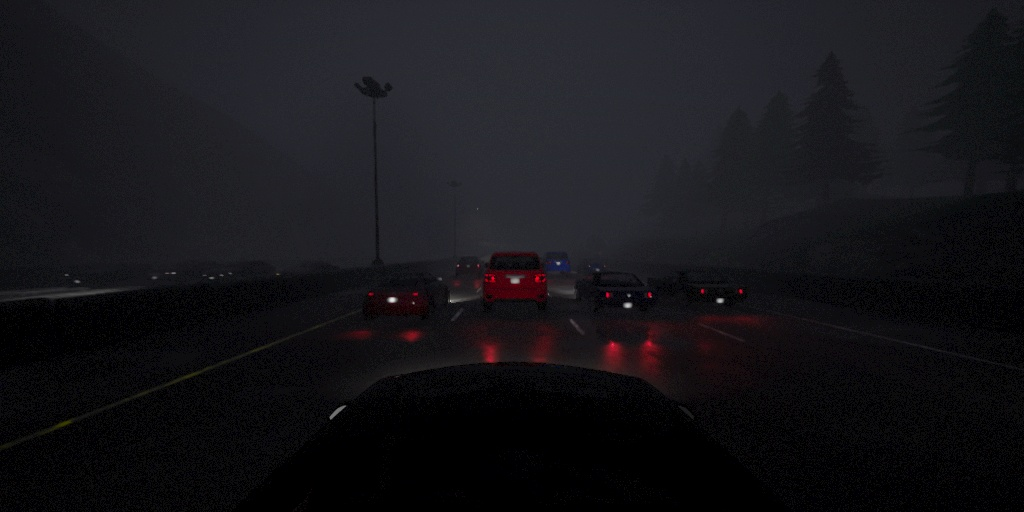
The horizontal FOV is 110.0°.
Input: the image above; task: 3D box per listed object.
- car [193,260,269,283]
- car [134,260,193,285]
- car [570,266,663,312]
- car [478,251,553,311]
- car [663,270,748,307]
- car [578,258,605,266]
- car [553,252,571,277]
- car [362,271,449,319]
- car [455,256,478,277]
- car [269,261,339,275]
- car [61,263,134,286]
[{"bbox_3d":[-17.600,1.010,23.426,1.837,1.490,4.892,0,1,0],"label":"car"},{"bbox_3d":[-21.100,0.994,23.621,2.128,1.511,4.902,0,1,0],"label":"car"},{"bbox_3d":[3.599,1.220,13.351,1.895,1.301,4.718,0,1,0],"label":"car"},{"bbox_3d":[0.099,0.836,13.752,2.150,2.045,5.566,0,1,0],"label":"car"},{"bbox_3d":[7.099,1.208,14.440,1.895,1.301,4.718,0,1,0],"label":"car"},{"bbox_3d":[7.096,0.934,32.189,1.812,1.442,4.674,0,1,0],"label":"car"},{"bbox_3d":[3.596,0.648,30.452,2.150,2.045,5.566,0,1,0],"label":"car"},{"bbox_3d":[-3.402,1.196,12.189,1.994,1.385,4.181,0,1,0],"label":"car"},{"bbox_3d":[-3.404,0.784,29.954,2.097,1.767,4.553,0,1,0],"label":"car"},{"bbox_3d":[-14.101,1.032,25.243,2.033,1.411,5.357,0,1,0],"label":"car"},{"bbox_3d":[-24.602,1.116,22.498,1.895,1.301,4.718,0,1,0],"label":"car"}]
